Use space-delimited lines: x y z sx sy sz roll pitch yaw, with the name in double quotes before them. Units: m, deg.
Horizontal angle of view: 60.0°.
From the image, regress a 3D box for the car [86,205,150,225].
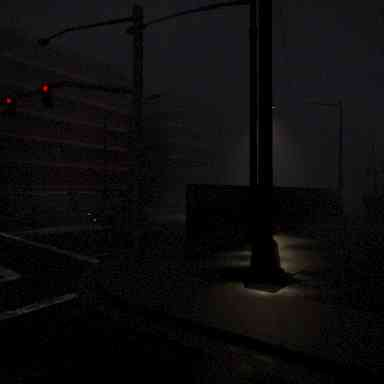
"car" -5.307 1.601 24.329 1.895 1.301 4.718 0 0 35
